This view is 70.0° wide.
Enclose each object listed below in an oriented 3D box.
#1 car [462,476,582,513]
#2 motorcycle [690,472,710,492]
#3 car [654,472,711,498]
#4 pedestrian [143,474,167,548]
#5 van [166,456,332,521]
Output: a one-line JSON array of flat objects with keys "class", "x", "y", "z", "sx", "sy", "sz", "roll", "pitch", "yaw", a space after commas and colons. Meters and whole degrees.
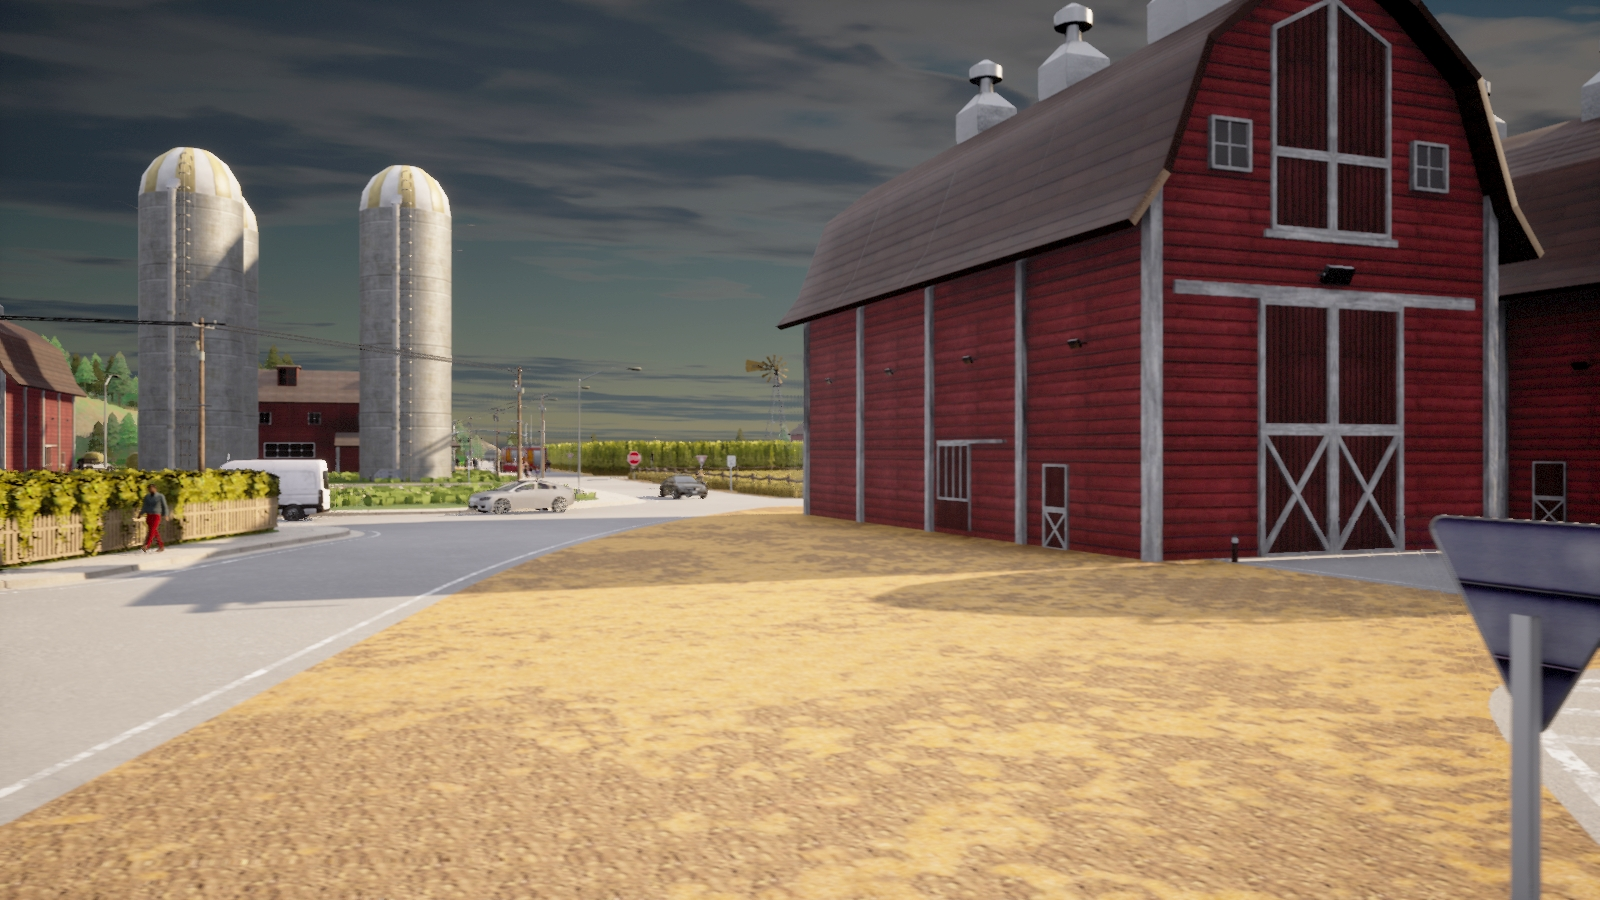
[{"class": "car", "x": -12.660, "y": 1.998, "z": 52.191, "sx": 4.902, "sy": 1.511, "sz": 2.128, "roll": 0, "pitch": 0, "yaw": -40}, {"class": "motorcycle", "x": -6.833, "y": 2.183, "z": 78.003, "sx": 0.764, "sy": 1.307, "sz": 2.356, "roll": 0, "pitch": 0, "yaw": -21}, {"class": "car", "x": -7.195, "y": 2.104, "z": 69.663, "sx": 2.002, "sy": 1.442, "sz": 4.674, "roll": 0, "pitch": 0, "yaw": -25}, {"class": "pedestrian", "x": -16.536, "y": 1.562, "z": 29.291, "sx": 0.375, "sy": 1.860, "sz": 0.375, "roll": 0, "pitch": 0, "yaw": 5}, {"class": "van", "x": -22.742, "y": 1.549, "z": 47.412, "sx": 5.915, "sy": 2.561, "sz": 1.988, "roll": 0, "pitch": 0, "yaw": -15}]
